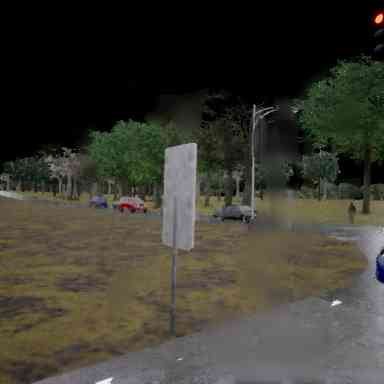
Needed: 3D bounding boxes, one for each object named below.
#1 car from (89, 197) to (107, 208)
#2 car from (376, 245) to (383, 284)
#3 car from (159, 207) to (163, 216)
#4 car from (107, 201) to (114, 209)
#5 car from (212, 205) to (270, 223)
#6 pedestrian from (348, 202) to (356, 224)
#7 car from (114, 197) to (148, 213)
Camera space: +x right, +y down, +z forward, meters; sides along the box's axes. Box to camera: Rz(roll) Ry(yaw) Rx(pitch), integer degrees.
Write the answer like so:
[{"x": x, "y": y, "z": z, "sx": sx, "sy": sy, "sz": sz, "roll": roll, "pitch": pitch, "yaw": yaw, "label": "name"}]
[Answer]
[{"x": -18.369, "y": 1.964, "z": 65.221, "sx": 2.150, "sy": 2.045, "sz": 5.566, "roll": 3, "pitch": -2, "yaw": -36, "label": "car"}, {"x": 6.655, "y": 1.227, "z": 7.312, "sx": 5.566, "sy": 2.045, "sz": 2.150, "roll": 0, "pitch": -1, "yaw": -25, "label": "car"}, {"x": -1.850, "y": 1.928, "z": 35.896, "sx": 1.994, "sy": 1.385, "sz": 4.181, "roll": 3, "pitch": -2, "yaw": -37, "label": "car"}, {"x": -12.281, "y": 2.187, "z": 56.743, "sx": 1.837, "sy": 1.490, "sz": 4.892, "roll": 3, "pitch": -2, "yaw": -36, "label": "car"}, {"x": 3.961, "y": 1.793, "z": 27.840, "sx": 2.033, "sy": 1.411, "sz": 5.357, "roll": 3, "pitch": -2, "yaw": -36, "label": "car"}, {"x": 13.352, "y": 1.718, "z": 27.813, "sx": 0.375, "sy": 1.860, "sz": 0.375, "roll": 2, "pitch": -1, "yaw": -36, "label": "pedestrian"}, {"x": -7.939, "y": 1.681, "z": 44.423, "sx": 2.150, "sy": 2.045, "sz": 5.566, "roll": 3, "pitch": -2, "yaw": -35, "label": "car"}]
